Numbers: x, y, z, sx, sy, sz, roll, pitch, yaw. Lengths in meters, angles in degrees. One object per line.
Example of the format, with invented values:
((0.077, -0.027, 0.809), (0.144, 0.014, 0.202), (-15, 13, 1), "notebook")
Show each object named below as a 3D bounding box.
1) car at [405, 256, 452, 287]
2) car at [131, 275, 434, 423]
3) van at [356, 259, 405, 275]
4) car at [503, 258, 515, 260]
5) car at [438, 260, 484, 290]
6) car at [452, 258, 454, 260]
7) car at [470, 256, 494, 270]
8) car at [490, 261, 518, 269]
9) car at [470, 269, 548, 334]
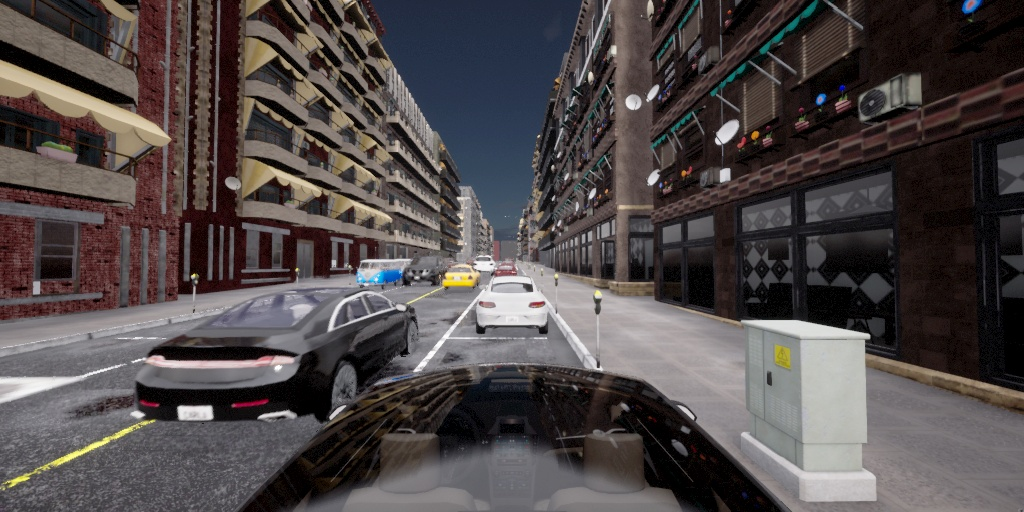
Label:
((-5.870, 0.992, 24.923), (2.150, 2.045, 5.566), (0, 0, 0), "car")
((-2.926, 1.244, 5.754), (2.128, 1.511, 4.902), (0, 0, 0), "car")
((-8.336, 1.108, 22.602), (1.690, 1.789, 3.998), (0, 0, 0), "van")
((-0.446, 1.240, 39.134), (1.967, 1.591, 4.097), (0, 0, 0), "car")
((-3.020, 1.222, 22.366), (1.801, 1.575, 5.366), (0, 0, 0), "car")
((-8.337, 1.128, 44.724), (2.192, 1.841, 5.009), (0, 0, 0), "car")
((-2.921, 1.020, 39.079), (2.150, 2.045, 5.566), (0, 0, 0), "car")
((-0.453, 1.322, 28.072), (1.888, 1.381, 4.507), (0, 0, 0), "car")
((0.003, 1.281, 10.503), (1.812, 1.442, 4.674), (0, 0, 0), "car")
